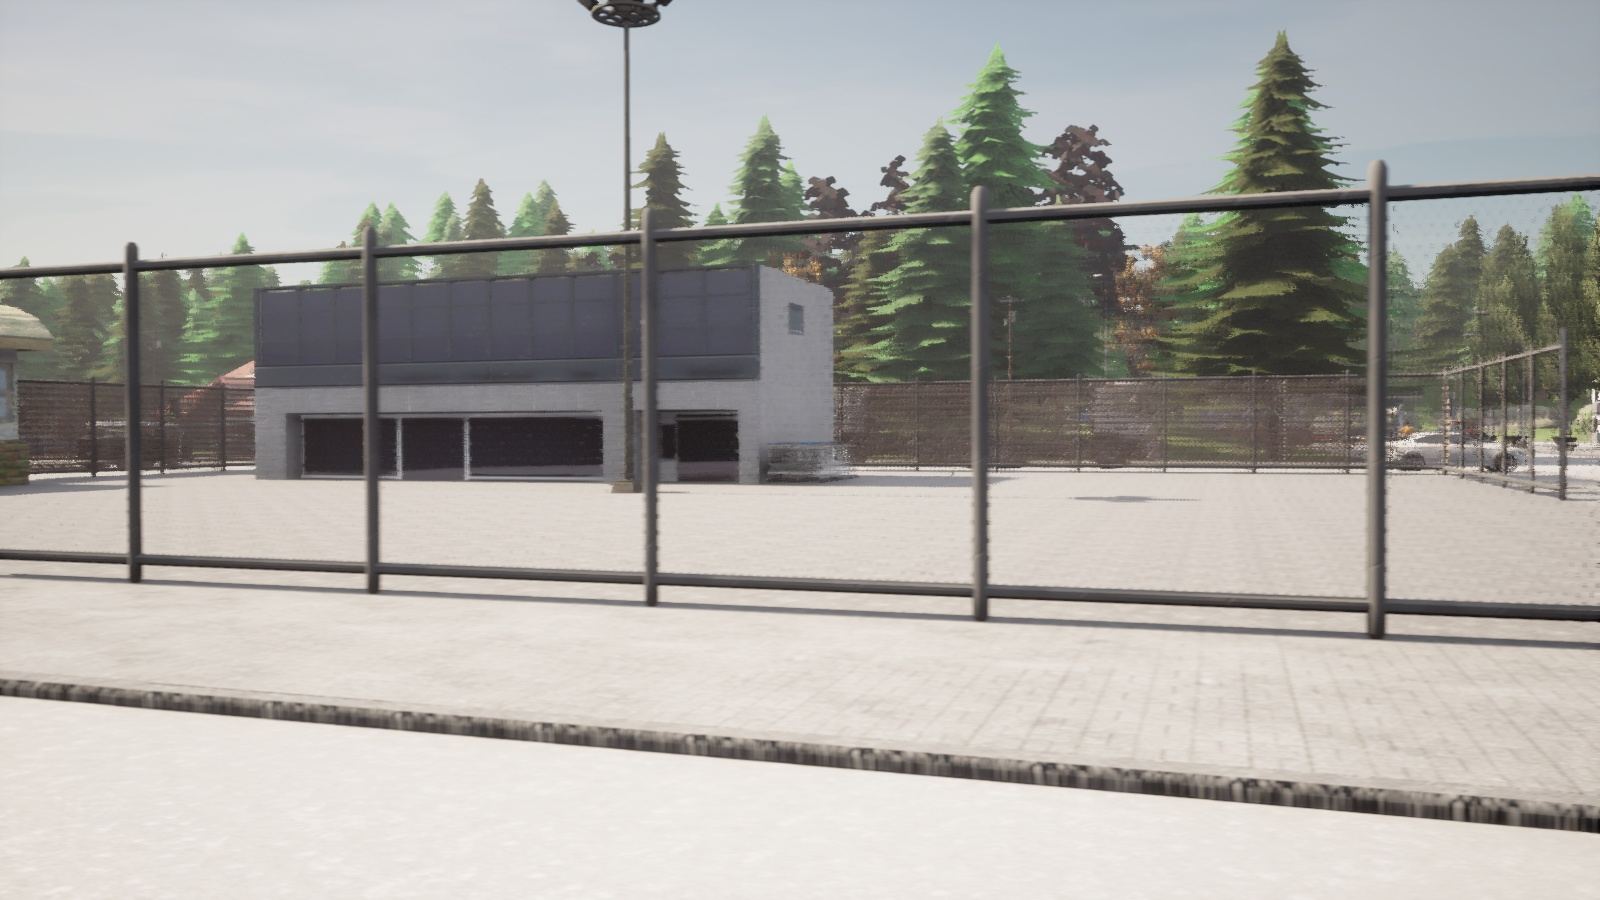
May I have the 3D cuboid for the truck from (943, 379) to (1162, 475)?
[{"bbox_3d":[9.713,-0.891,48.246,7.936,3.462,2.891,1,1,19],"label":"truck"}]

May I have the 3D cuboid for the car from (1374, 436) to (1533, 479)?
[{"bbox_3d":[22.763,0.234,43.926,4.674,1.442,1.812,0,1,17],"label":"car"}]

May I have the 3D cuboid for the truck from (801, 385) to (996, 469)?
[{"bbox_3d":[4.269,-1.009,54.297,7.936,3.462,2.891,1,1,19],"label":"truck"}]

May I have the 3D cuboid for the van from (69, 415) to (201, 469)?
[{"bbox_3d":[-26.470,-0.352,50.155,2.069,2.038,4.480,1,1,19],"label":"van"}]
